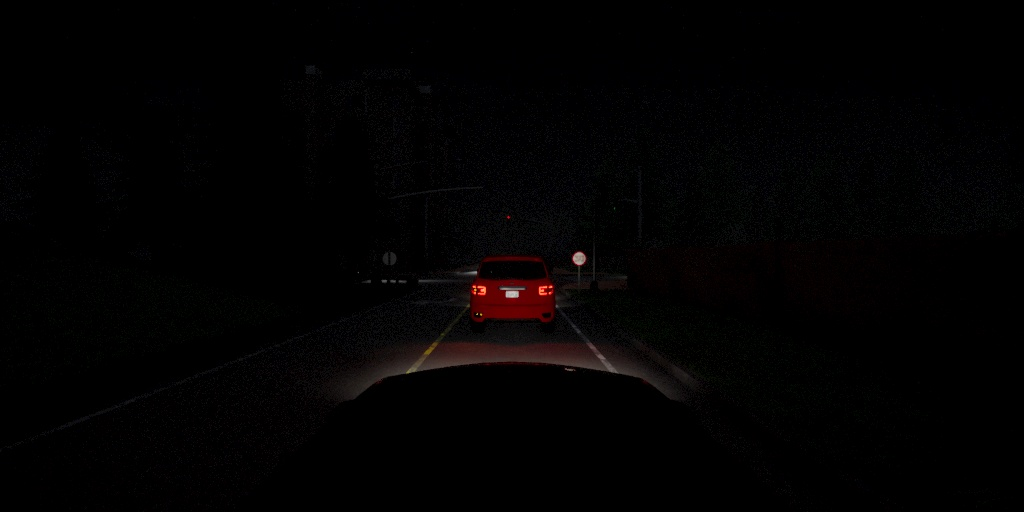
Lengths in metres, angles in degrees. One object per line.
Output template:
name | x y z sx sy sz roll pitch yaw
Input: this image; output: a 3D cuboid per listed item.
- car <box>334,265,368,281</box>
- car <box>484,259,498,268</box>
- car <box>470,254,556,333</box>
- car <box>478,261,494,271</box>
car | -14.117 1.366 28.620 4.718 1.301 1.895 0 0 -1
car | -3.491 1.297 60.722 2.033 1.411 5.357 0 0 0
car | 0.055 0.971 10.914 2.150 2.045 5.566 0 0 1
car | -3.529 1.351 50.086 1.895 1.301 4.718 0 0 0
